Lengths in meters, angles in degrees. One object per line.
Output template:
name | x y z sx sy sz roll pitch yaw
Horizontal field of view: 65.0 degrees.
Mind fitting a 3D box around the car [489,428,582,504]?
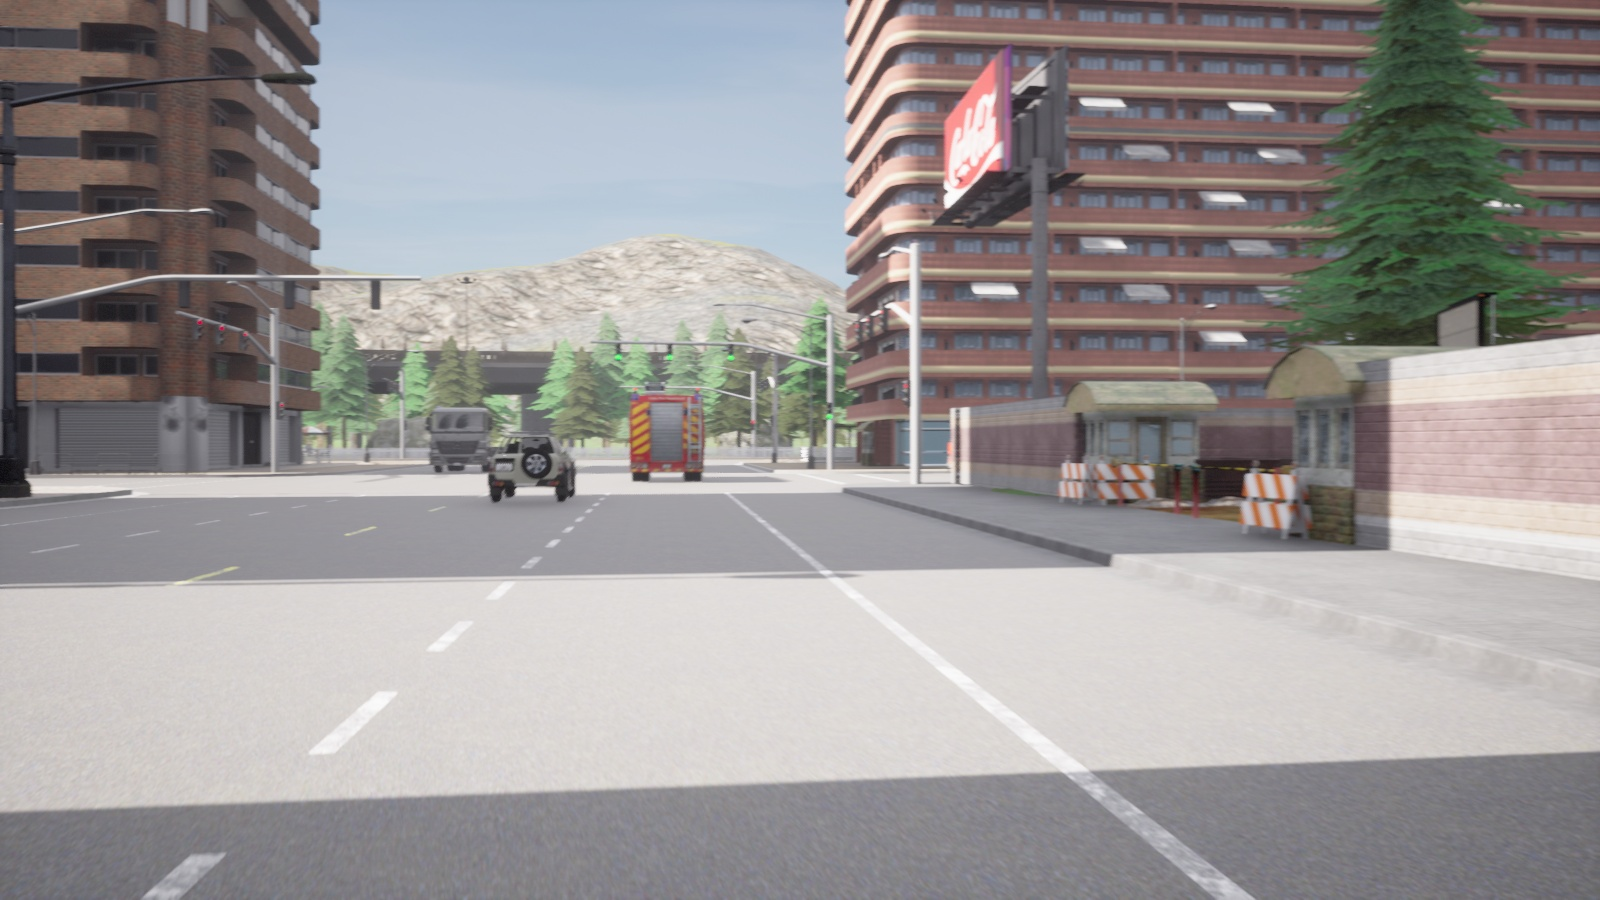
car | -6.904 0.378 33.201 1.932 1.855 4.605 0 0 -6

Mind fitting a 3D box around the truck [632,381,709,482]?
truck | -5.351 -0.710 51.932 2.891 3.827 8.468 0 0 -6

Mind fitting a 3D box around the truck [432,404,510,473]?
truck | -17.531 -0.610 67.402 2.891 3.462 7.936 0 0 -6
